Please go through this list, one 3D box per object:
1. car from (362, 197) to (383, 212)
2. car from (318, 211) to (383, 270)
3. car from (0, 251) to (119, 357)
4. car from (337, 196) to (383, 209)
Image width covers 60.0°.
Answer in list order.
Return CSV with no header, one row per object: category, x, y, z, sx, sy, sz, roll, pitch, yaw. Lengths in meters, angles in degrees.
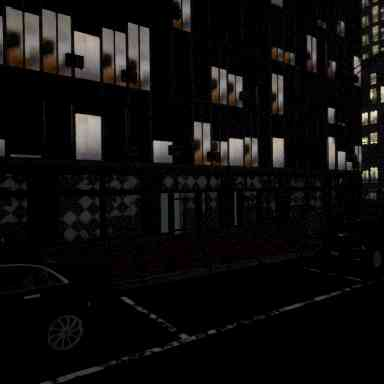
car,18.077,1.442,34.354,1.994,1.385,4.181,-1,1,-35
car,5.986,1.541,11.006,4.507,1.381,1.887,0,-1,-35
car,-3.189,1.551,4.427,4.403,1.369,2.008,0,-1,-35
car,20.577,1.274,40.861,1.752,1.417,4.829,-1,1,-35
